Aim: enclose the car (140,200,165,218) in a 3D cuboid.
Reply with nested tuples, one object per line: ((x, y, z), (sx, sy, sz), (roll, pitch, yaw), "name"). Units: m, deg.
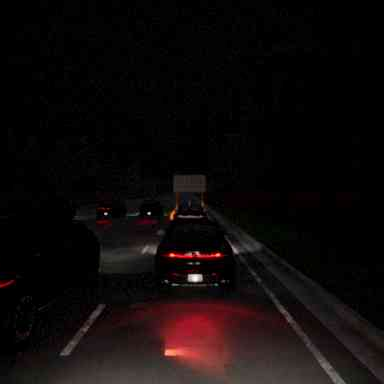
((-3.619, 1.511, 30.369), (1.837, 1.490, 4.892), (0, 0, 0), "car")

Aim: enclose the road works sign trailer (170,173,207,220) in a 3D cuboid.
((-0.178, 0.468, 23.475), (2.380, 3.560, 2.880), (0, 0, -3), "road works sign trailer")

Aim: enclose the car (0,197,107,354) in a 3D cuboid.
((-3.428, 1.224, 6.233), (2.150, 2.045, 5.566), (0, 0, 0), "car")

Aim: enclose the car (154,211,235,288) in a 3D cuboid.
((0.049, 1.506, 9.219), (1.837, 1.490, 4.892), (0, 0, 0), "car")

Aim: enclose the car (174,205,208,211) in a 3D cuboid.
((-0.042, 1.491, 19.604), (2.128, 1.511, 4.902), (1, 0, 1), "car")

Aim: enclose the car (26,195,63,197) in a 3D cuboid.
((-10.572, 1.227, 24.745), (2.150, 2.045, 5.566), (0, 0, 0), "car")

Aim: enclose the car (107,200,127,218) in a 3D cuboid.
((-7.115, 1.511, 29.805), (1.837, 1.490, 4.892), (0, 0, 0), "car")

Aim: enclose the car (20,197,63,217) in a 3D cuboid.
((-14.130, 1.356, 31.543), (2.097, 1.767, 4.553), (0, 0, 0), "car")
